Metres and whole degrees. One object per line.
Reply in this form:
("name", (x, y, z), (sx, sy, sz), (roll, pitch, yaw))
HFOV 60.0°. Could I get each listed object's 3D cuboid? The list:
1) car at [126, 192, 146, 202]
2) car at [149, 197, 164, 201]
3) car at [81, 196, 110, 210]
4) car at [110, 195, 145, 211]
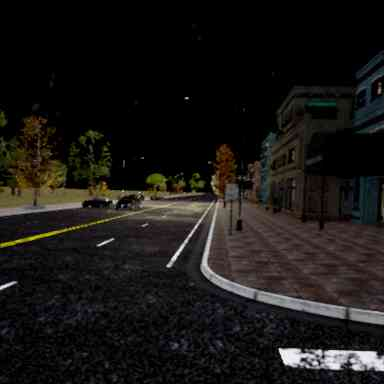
("car", (-8.551, 0.759, 51.389), (1.994, 1.385, 4.181), (2, 0, 5))
("car", (-5.317, 0.890, 51.085), (1.895, 1.301, 4.718), (2, 0, 5))
("car", (-10.016, 1.147, 35.450), (1.895, 1.301, 4.718), (2, 0, 5))
("car", (-6.741, 1.180, 35.552), (1.837, 1.490, 4.892), (2, 0, 5))
